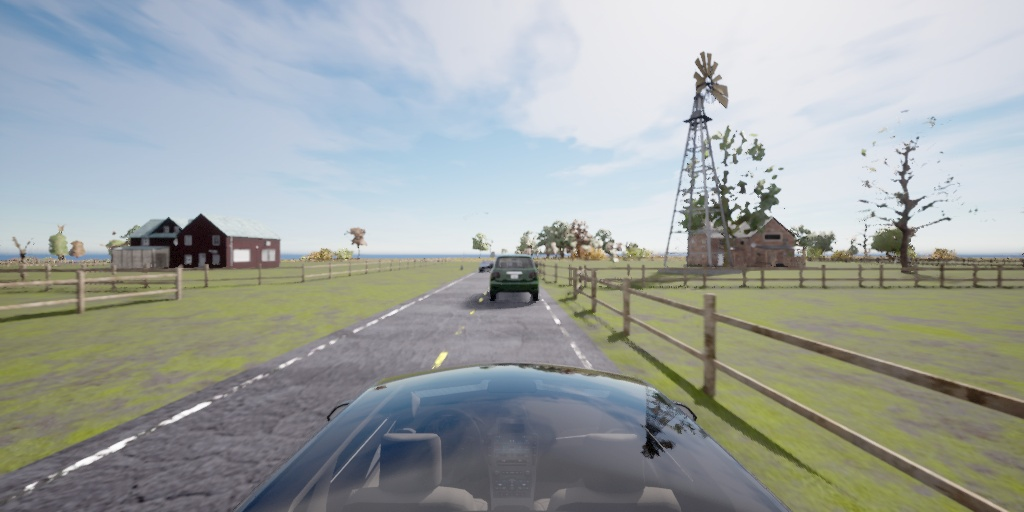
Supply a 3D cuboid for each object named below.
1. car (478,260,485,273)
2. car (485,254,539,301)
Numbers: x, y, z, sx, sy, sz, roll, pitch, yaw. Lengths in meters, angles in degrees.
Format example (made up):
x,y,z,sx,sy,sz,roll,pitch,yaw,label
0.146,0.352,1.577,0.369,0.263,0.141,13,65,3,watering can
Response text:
x,y,z,sx,sy,sz,roll,pitch,yaw,label
-2.835,1.188,41.920,2.033,1.411,5.357,0,0,0,car
0.101,0.931,17.294,2.150,2.045,5.566,0,0,0,car
